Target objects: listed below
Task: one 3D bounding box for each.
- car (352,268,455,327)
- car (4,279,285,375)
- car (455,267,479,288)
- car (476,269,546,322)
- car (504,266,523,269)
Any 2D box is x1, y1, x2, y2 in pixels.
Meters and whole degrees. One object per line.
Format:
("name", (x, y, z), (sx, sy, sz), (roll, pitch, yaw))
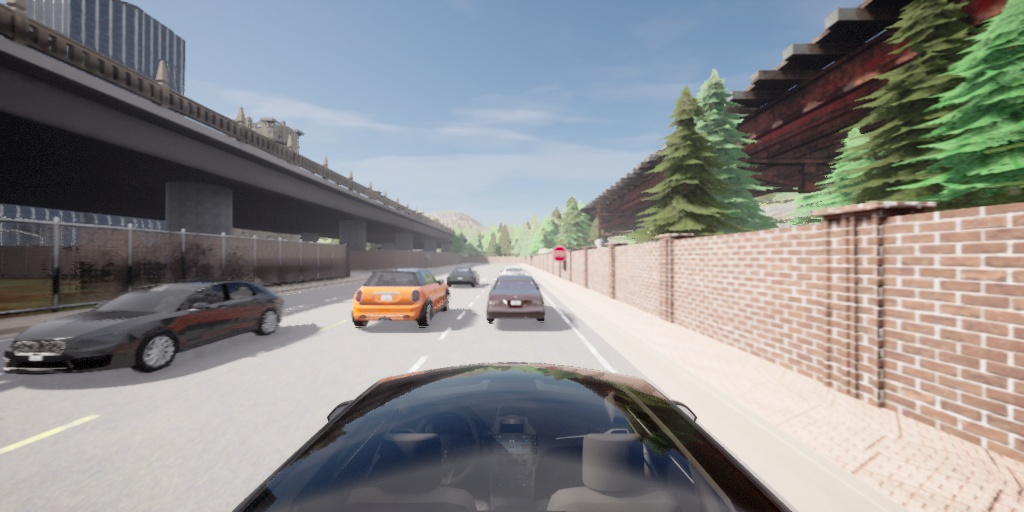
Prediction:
("car", (-3.409, 1.162, 11.882), (2.097, 1.767, 4.553), (0, 0, 0))
("car", (-7.100, 1.291, 7.775), (1.837, 1.490, 4.892), (0, 0, 0))
("car", (-3.410, 1.453, 25.563), (1.994, 1.385, 4.181), (0, 0, 0))
("car", (0.106, 1.360, 12.471), (2.033, 1.411, 5.357), (0, 0, 0))
("car", (0.095, 1.413, 25.381), (1.812, 1.442, 4.674), (0, 0, 0))
